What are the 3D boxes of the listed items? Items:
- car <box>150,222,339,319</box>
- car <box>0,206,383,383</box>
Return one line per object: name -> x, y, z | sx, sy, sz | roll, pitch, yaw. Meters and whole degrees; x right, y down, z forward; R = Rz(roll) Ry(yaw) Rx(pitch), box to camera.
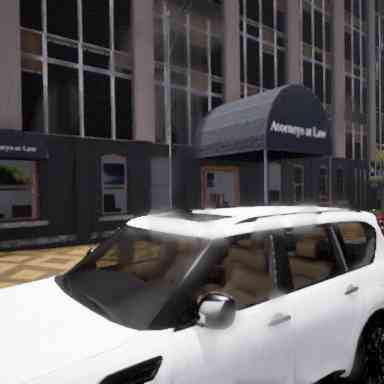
car -> 1.379, 1.552, 7.856 | 4.313, 1.339, 1.947 | 0, -1, -37
car -> 0.148, 1.218, 3.510 | 5.566, 2.045, 2.150 | 0, 0, -37
